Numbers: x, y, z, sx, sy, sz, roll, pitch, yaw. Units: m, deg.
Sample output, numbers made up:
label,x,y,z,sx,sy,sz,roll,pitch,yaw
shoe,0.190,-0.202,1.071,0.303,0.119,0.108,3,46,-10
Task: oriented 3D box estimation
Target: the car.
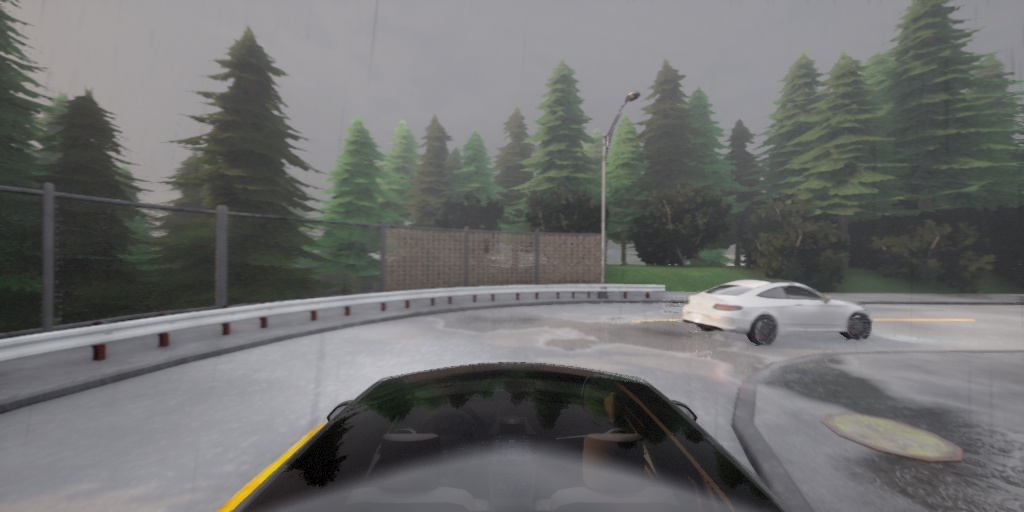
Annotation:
label,x,y,z,sx,sy,sz,roll,pitch,yaw
car,6.749,1.336,9.259,4.674,1.442,1.812,1,-1,-14
